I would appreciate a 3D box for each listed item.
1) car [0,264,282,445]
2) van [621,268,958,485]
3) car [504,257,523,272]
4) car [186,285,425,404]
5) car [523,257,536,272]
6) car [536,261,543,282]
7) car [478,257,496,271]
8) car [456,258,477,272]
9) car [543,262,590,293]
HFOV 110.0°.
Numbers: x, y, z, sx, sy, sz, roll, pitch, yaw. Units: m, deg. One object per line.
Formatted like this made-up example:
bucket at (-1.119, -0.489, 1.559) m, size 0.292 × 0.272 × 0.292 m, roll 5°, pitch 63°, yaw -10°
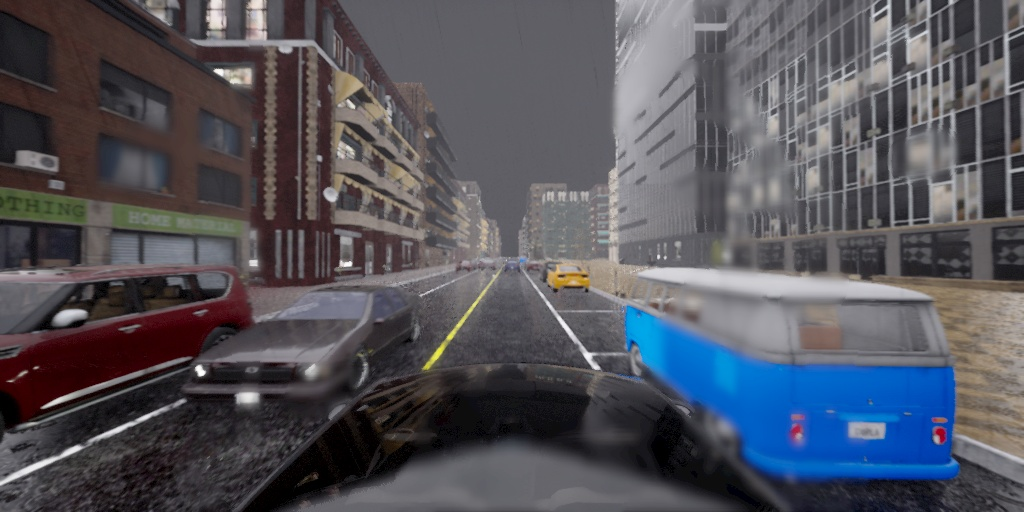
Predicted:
car at (-5.692, 1.057, 4.570) m, size 2.192 × 1.841 × 5.009 m, roll 0°, pitch 0°, yaw 0°
van at (2.688, 1.084, 4.576) m, size 1.690 × 1.789 × 3.998 m, roll 0°, pitch 0°, yaw 0°
car at (0.038, 1.172, 44.022) m, size 1.812 × 1.442 × 4.674 m, roll 0°, pitch 0°, yaw 0°
car at (-3.105, 1.284, 6.880) m, size 2.033 × 1.411 × 5.357 m, roll 0°, pitch 0°, yaw 0°
car at (2.660, 1.193, 43.563) m, size 1.888 × 1.381 × 4.507 m, roll 0°, pitch 0°, yaw 0°
car at (3.126, 1.190, 27.632) m, size 1.837 × 1.490 × 4.892 m, roll 0°, pitch 0°, yaw 0°
car at (-3.117, 1.163, 47.689) m, size 1.812 × 1.442 × 4.674 m, roll 0°, pitch 0°, yaw 0°
car at (-5.721, 1.192, 43.558) m, size 1.888 × 1.381 × 4.507 m, roll 0°, pitch 0°, yaw 0°
car at (3.125, 1.180, 20.631) m, size 1.882 × 1.535 × 5.008 m, roll 0°, pitch 0°, yaw 0°
